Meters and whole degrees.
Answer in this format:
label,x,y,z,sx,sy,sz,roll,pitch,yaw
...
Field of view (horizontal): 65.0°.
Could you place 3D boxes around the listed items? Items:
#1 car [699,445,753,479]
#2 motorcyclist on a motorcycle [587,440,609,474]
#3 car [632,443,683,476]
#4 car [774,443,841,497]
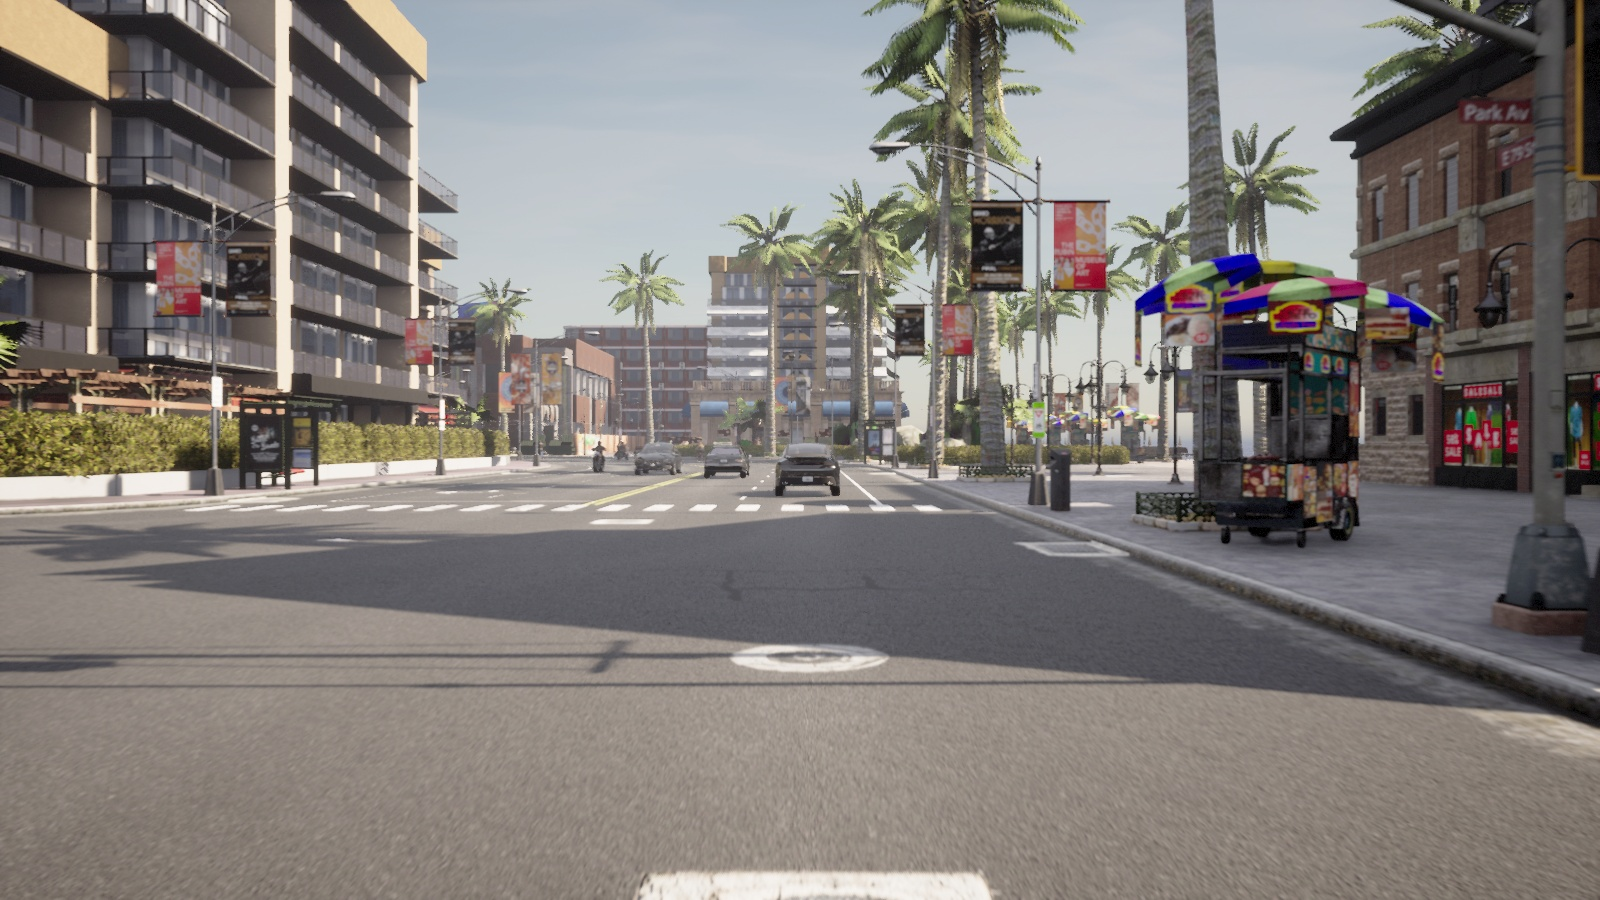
label,x,y,z,sx,sy,sz,roll,pitch,yaw
car,-3.173,0.481,55.051,2.033,1.411,5.357,0,0,0
motorcyclist on a motorcycle,-10.134,0.333,63.077,0.766,1.649,2.350,0,0,0
car,-6.650,0.414,58.948,1.837,1.490,4.892,0,0,0
car,0.226,0.542,37.208,1.837,1.490,4.892,0,0,0
